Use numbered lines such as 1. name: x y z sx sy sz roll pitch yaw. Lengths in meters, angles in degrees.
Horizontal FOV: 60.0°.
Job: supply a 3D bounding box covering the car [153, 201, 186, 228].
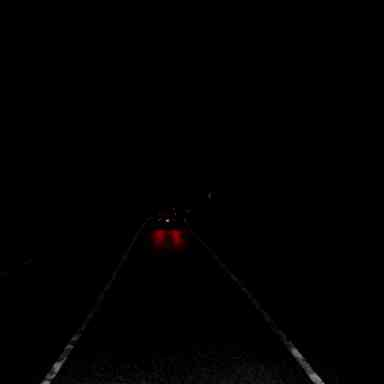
1. car: -1.739 1.663 23.812 2.128 1.511 4.902 -1 0 -4
